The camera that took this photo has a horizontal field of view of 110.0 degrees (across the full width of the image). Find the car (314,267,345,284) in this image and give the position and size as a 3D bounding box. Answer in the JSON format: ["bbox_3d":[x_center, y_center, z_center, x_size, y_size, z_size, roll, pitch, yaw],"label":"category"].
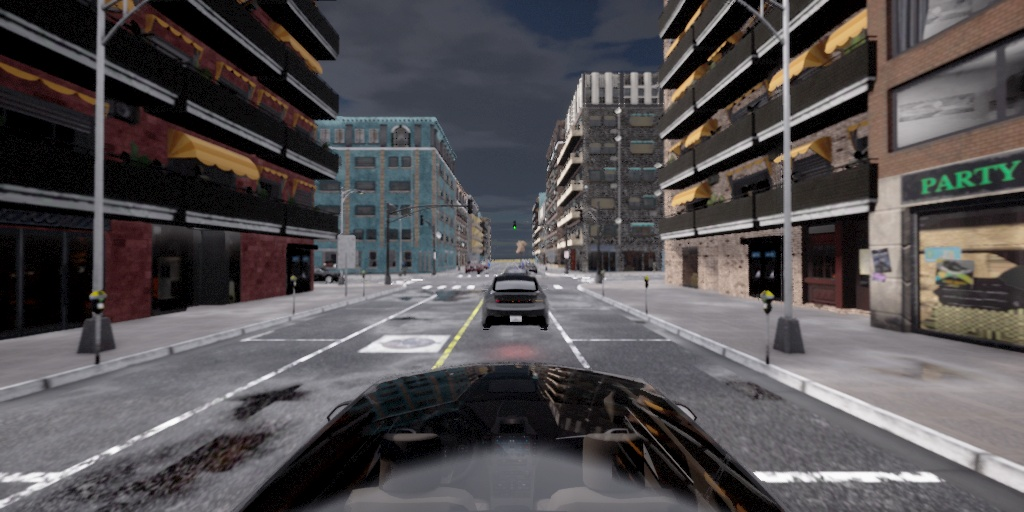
[{"bbox_3d":[-17.656,1.693,32.318,5.008,1.535,1.882,-1,-1,0],"label":"car"}]

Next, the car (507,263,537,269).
[{"bbox_3d":[0.360,1.426,22.821,2.128,1.511,4.902,0,-1,4],"label":"car"}]

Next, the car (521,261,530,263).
[{"bbox_3d":[2.553,1.732,49.887,1.948,1.339,4.313,0,0,0],"label":"car"}]

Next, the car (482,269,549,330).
[{"bbox_3d":[0.094,1.343,11.498,1.837,1.490,4.892,0,0,0],"label":"car"}]

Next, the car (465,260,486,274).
[{"bbox_3d":[-5.327,1.481,49.885,2.192,1.841,5.009,0,0,0],"label":"car"}]

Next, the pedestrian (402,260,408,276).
[{"bbox_3d":[-12.161,1.376,40.642,0.375,1.860,0.375,0,0,0],"label":"pedestrian"}]
